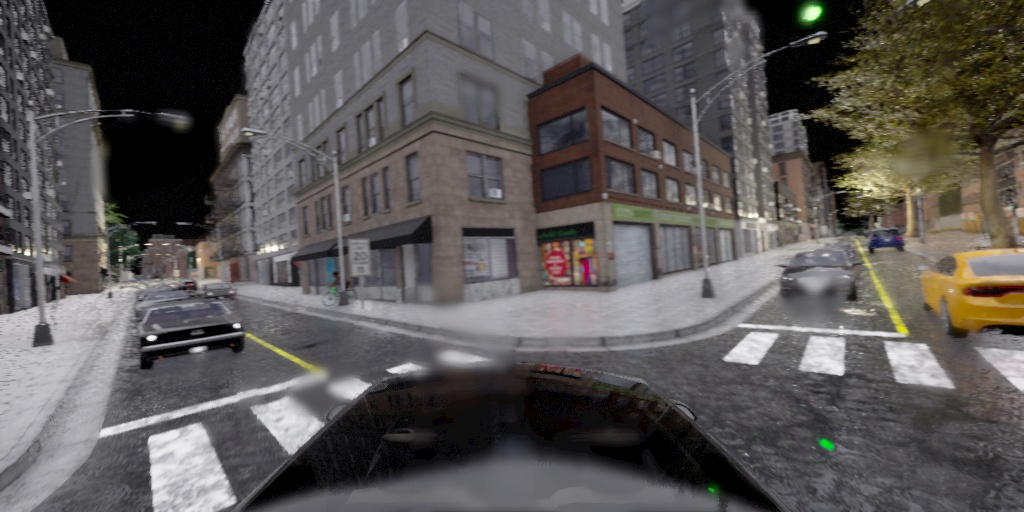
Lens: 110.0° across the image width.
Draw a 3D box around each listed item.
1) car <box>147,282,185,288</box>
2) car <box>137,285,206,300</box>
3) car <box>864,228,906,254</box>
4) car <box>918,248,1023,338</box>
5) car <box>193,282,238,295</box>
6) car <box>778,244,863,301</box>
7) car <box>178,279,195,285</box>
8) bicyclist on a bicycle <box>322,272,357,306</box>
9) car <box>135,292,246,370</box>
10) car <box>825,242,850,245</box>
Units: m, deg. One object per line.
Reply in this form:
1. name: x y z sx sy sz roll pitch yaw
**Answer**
1. car: -23.403 2.712 23.778 5.357 1.411 2.033 -3 0 44
2. car: -15.748 2.269 16.381 4.181 1.385 1.994 -3 0 42
3. car: 32.463 -1.367 31.240 2.150 2.045 5.566 -5 0 44
4. car: 9.583 0.592 6.980 1.882 1.535 5.008 -5 -1 43
5. car: -21.336 2.649 25.877 4.718 1.301 1.895 -3 0 44
6. car: 10.599 0.562 12.330 2.128 1.511 4.902 -5 0 44
7. car: -38.331 3.530 42.205 4.892 1.490 1.837 -4 -1 44
8. bicyclist on a bicycle: -8.378 1.574 17.426 0.582 1.620 1.656 -4 0 44
9. car: -8.589 1.868 9.515 4.718 1.301 1.895 -4 0 44
10. car: 17.353 0.184 19.479 1.895 1.301 4.718 -5 0 44
